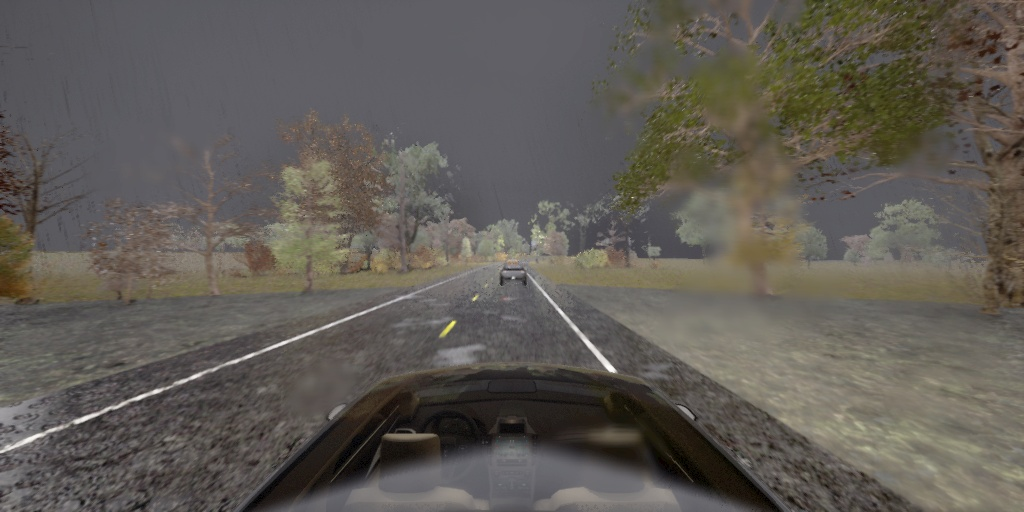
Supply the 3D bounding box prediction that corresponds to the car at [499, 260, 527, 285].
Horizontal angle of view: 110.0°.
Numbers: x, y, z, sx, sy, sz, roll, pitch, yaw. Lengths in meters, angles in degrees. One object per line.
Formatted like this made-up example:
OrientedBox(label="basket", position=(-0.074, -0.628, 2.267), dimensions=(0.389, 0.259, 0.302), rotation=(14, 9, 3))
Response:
OrientedBox(label="car", position=(0.099, 1.254, 26.416), dimensions=(2.128, 1.511, 4.902), rotation=(0, 0, 0))
